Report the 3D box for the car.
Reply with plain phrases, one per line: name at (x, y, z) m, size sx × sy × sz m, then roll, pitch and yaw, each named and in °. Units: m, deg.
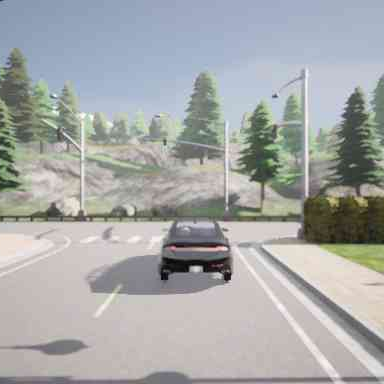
car at (0.097, 1.529, 9.881) m, size 2.128 × 1.511 × 4.902 m, roll 0°, pitch 0°, yaw 0°
